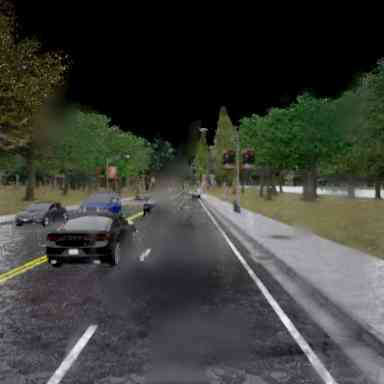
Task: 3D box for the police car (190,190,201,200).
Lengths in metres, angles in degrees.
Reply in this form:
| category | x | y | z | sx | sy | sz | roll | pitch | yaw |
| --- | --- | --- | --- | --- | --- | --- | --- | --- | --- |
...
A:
| category | x | y | z | sx | sy | sz | roll | pitch | yaw |
| --- | --- | --- | --- | --- | --- | --- | --- | --- | --- |
| police car | 0.972 | 0.795 | 73.859 | 1.930 | 1.638 | 5.238 | 0 | 1 | 0 |

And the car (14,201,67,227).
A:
| category | x | y | z | sx | sy | sz | roll | pitch | yaw |
| --- | --- | --- | --- | --- | --- | --- | --- | --- | --- |
| car | -9.850 | 1.397 | 22.046 | 1.837 | 1.490 | 4.892 | 0 | 0 | 0 |

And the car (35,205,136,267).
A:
| category | x | y | z | sx | sy | sz | roll | pitch | yaw |
| --- | --- | --- | --- | --- | --- | --- | --- | --- | --- |
| car | -3.151 | 1.432 | 11.330 | 1.882 | 1.535 | 5.008 | 0 | 0 | 0 |

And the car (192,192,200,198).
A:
| category | x | y | z | sx | sy | sz | roll | pitch | yaw |
| --- | --- | --- | --- | --- | --- | --- | --- | --- | --- |
| car | 0.971 | 0.740 | 83.750 | 1.837 | 1.490 | 4.892 | 0 | 1 | 0 |

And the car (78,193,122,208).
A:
| category | x | y | z | sx | sy | sz | roll | pitch | yaw |
| --- | --- | --- | --- | --- | --- | --- | --- | --- | --- |
| car | -6.601 | 1.096 | 24.442 | 2.150 | 2.045 | 5.566 | 0 | 0 | 0 |

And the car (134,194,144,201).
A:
| category | x | y | z | sx | sy | sz | roll | pitch | yaw |
| --- | --- | --- | --- | --- | --- | --- | --- | --- | --- |
| car | -9.768 | 1.068 | 63.449 | 1.994 | 1.385 | 4.181 | 0 | 1 | 0 |

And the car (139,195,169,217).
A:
| category | x | y | z | sx | sy | sz | roll | pitch | yaw |
| --- | --- | --- | --- | --- | --- | --- | --- | --- | --- |
| car | -3.152 | 1.311 | 29.721 | 1.882 | 1.535 | 5.008 | 0 | 1 | 0 |
